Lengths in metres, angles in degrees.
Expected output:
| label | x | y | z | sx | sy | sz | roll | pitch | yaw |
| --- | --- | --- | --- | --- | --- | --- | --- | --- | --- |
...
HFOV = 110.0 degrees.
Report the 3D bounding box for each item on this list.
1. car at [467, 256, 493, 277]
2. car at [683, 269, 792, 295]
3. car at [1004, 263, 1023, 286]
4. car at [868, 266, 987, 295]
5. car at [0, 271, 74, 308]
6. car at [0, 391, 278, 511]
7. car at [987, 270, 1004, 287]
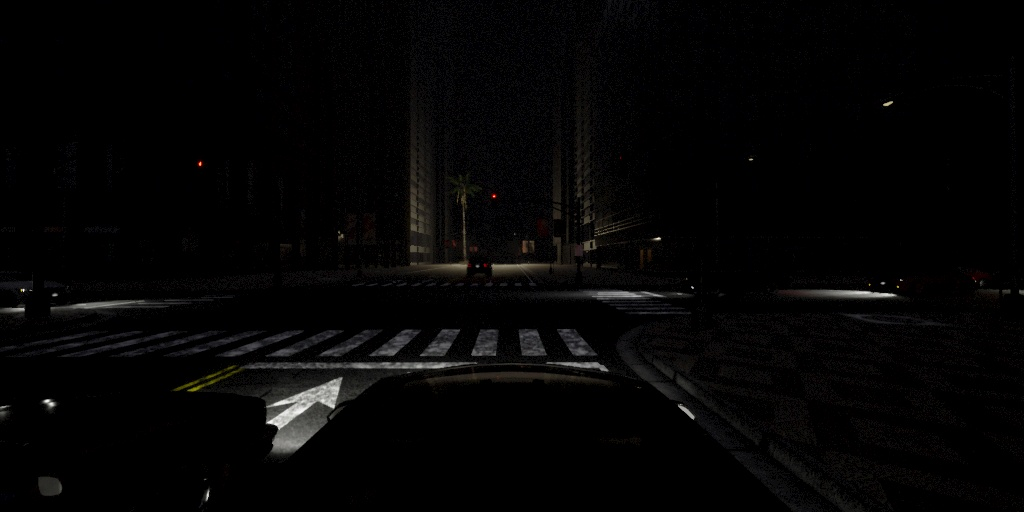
| label | x | y | z | sx | sy | sz | roll | pitch | yaw |
| --- | --- | --- | --- | --- | --- | --- | --- | --- | --- |
| car | -3.216 | 1.042 | 36.137 | 2.150 | 2.045 | 5.566 | 0 | 0 | 0 |
| car | 11.619 | 1.319 | 18.750 | 4.718 | 1.301 | 1.895 | 0 | 0 | -1 |
| car | 32.065 | 1.115 | 21.857 | 4.097 | 1.591 | 1.967 | 0 | 0 | -1 |
| car | 21.541 | 1.248 | 18.914 | 4.181 | 1.385 | 1.994 | 0 | 0 | 0 |
| car | -21.378 | 1.354 | 14.979 | 4.674 | 1.442 | 1.812 | 0 | 0 | 1 |
| car | -3.176 | 1.297 | 0.755 | 2.033 | 1.411 | 5.357 | 0 | 0 | 4 |
| car | 26.427 | 1.273 | 21.759 | 4.207 | 1.307 | 1.802 | 0 | 0 | -1 |
